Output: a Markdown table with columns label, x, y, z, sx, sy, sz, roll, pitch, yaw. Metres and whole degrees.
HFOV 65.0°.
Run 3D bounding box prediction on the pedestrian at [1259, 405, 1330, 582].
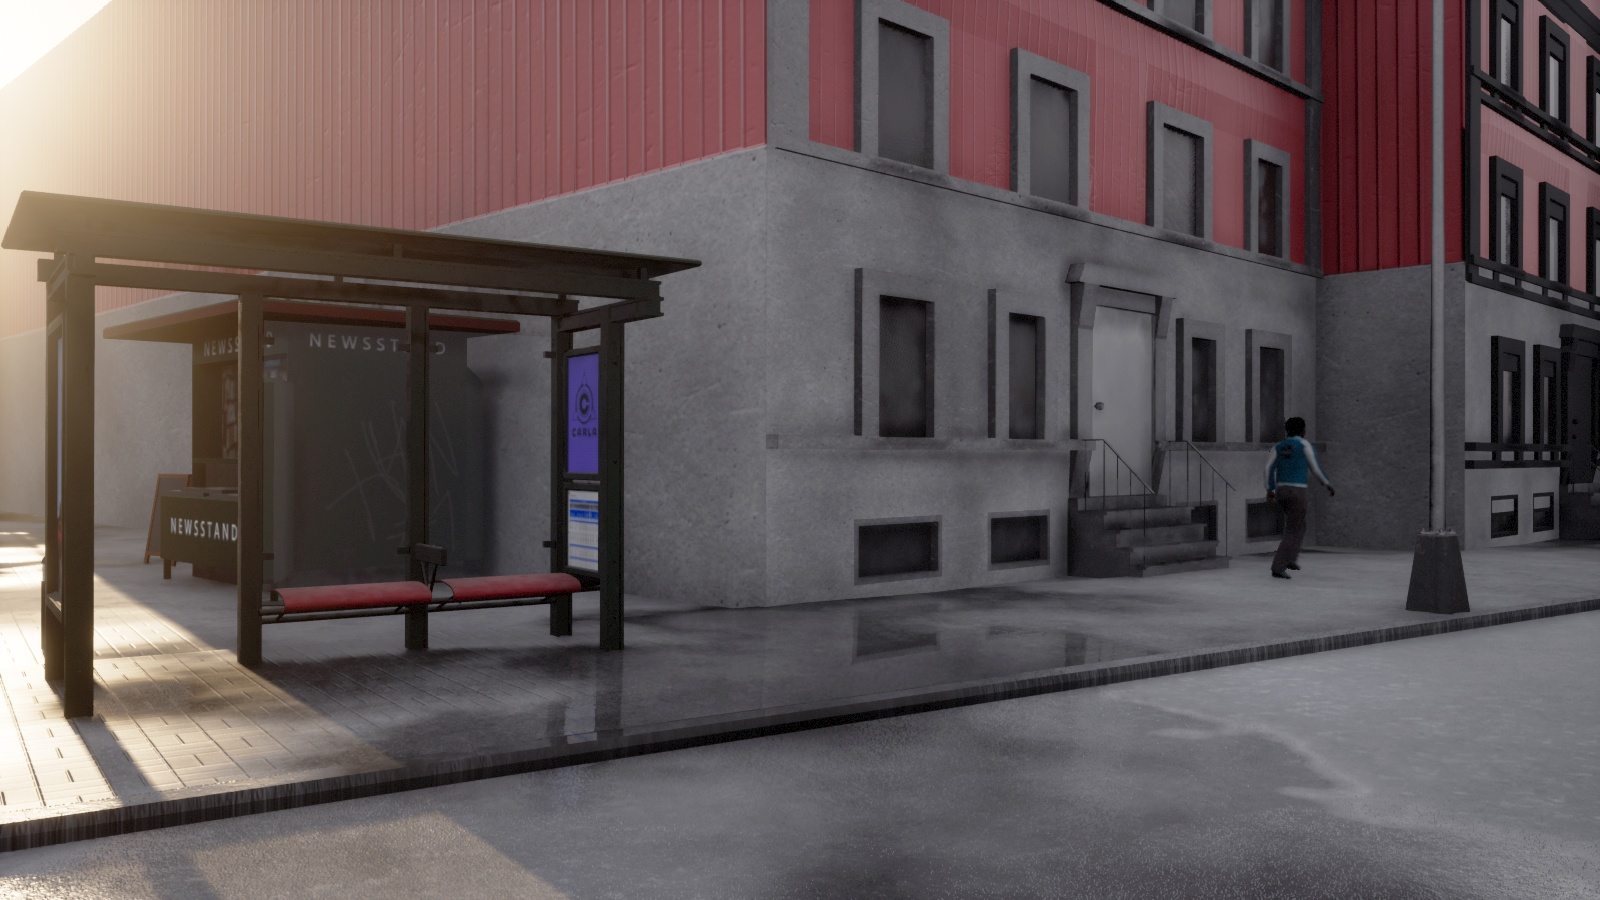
| label | x | y | z | sx | sy | sz | roll | pitch | yaw |
| --- | --- | --- | --- | --- | --- | --- | --- | --- | --- |
| pedestrian | 5.535 | 0.477 | 14.050 | 0.692 | 1.930 | 0.396 | 0 | 0 | -30 |
